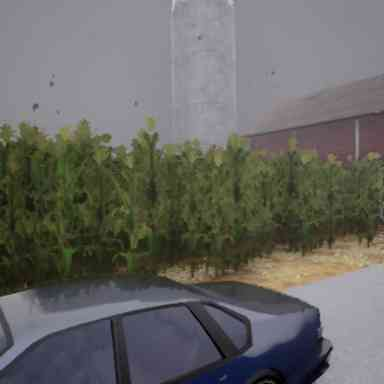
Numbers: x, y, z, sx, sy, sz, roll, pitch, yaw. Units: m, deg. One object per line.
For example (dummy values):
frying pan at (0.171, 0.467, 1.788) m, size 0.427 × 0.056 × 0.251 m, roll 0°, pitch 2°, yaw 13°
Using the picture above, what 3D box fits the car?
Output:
car at (-1.006, 1.547, 2.778) m, size 5.357 × 1.411 × 2.033 m, roll -1°, pitch 0°, yaw -36°
